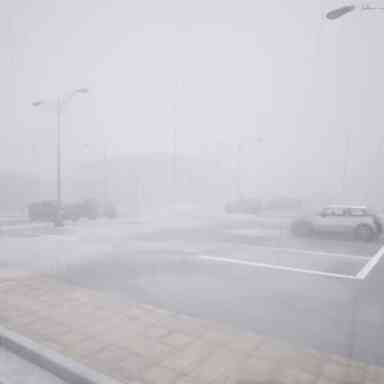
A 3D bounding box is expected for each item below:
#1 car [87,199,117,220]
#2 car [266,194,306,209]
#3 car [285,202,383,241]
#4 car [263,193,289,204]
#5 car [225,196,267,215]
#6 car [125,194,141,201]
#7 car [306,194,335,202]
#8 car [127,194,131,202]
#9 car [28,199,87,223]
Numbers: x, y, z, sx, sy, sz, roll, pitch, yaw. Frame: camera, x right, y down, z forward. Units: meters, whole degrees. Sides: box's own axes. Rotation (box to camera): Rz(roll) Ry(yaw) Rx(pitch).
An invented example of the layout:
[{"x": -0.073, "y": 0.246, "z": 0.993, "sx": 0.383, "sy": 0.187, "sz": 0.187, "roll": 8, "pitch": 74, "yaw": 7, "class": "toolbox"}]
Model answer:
[{"x": -8.277, "y": 1.350, "z": 26.768, "sx": 5.027, "sy": 1.636, "sz": 2.152, "roll": 0, "pitch": 0, "yaw": 36, "class": "car"}, {"x": 10.815, "y": 1.311, "z": 39.882, "sx": 4.514, "sy": 1.523, "sz": 2.007, "roll": 0, "pitch": 0, "yaw": 36, "class": "car"}, {"x": 6.727, "y": 1.387, "z": 15.663, "sx": 3.806, "sy": 1.475, "sz": 1.970, "roll": 0, "pitch": 0, "yaw": 36, "class": "car"}, {"x": 14.295, "y": 1.096, "z": 56.822, "sx": 3.866, "sy": 1.878, "sz": 1.905, "roll": 0, "pitch": 0, "yaw": 36, "class": "car"}, {"x": 4.899, "y": 1.332, "z": 31.828, "sx": 3.633, "sy": 1.501, "sz": 1.845, "roll": 0, "pitch": 0, "yaw": 36, "class": "car"}, {"x": -14.895, "y": 1.367, "z": 84.115, "sx": 1.905, "sy": 1.878, "sz": 3.866, "roll": 0, "pitch": 0, "yaw": 36, "class": "car"}, {"x": 18.722, "y": 1.109, "z": 49.534, "sx": 4.605, "sy": 1.855, "sz": 1.932, "roll": 0, "pitch": 0, "yaw": 36, "class": "car"}, {"x": -12.870, "y": 1.530, "z": 77.276, "sx": 2.242, "sy": 1.667, "sz": 4.611, "roll": 0, "pitch": 0, "yaw": 36, "class": "car"}, {"x": -10.081, "y": 1.359, "z": 24.201, "sx": 4.514, "sy": 1.523, "sz": 2.007, "roll": 0, "pitch": 0, "yaw": 36, "class": "car"}]
